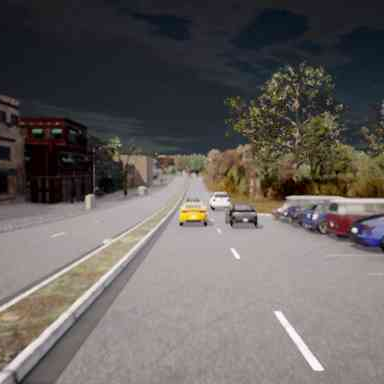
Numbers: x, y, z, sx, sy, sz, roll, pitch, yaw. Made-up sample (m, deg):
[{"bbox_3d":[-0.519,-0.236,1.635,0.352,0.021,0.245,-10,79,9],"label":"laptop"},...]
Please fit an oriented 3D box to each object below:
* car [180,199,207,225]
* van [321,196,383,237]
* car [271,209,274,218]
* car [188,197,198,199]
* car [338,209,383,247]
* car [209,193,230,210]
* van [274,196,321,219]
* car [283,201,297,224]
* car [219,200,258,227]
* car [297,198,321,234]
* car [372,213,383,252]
[{"bbox_3d":[0.096,1.519,24.803,1.882,1.535,5.008,0,0,0],"label":"car"},{"bbox_3d":[8.903,1.317,16.015,4.442,1.987,1.878,0,0,0],"label":"van"},{"bbox_3d":[8.815,1.382,27.037,4.553,1.767,2.185,0,1,0],"label":"car"},{"bbox_3d":[0.095,1.381,41.794,2.033,1.411,5.357,0,1,0],"label":"car"},{"bbox_3d":[8.816,1.569,13.262,4.792,1.488,2.163,0,0,0],"label":"car"},{"bbox_3d":[3.345,1.078,40.434,2.150,2.045,5.566,0,1,0],"label":"car"},{"bbox_3d":[8.669,1.299,24.284,4.442,1.987,1.878,0,0,0],"label":"van"},{"bbox_3d":[8.780,1.536,21.527,4.892,1.521,2.231,0,0,0],"label":"car"},{"bbox_3d":[3.345,1.540,23.240,2.128,1.511,4.902,0,0,0],"label":"car"},{"bbox_3d":[8.755,1.416,18.899,4.553,1.767,2.185,0,0,0],"label":"car"},{"bbox_3d":[8.757,1.566,10.509,4.792,1.488,2.163,0,0,0],"label":"car"}]
